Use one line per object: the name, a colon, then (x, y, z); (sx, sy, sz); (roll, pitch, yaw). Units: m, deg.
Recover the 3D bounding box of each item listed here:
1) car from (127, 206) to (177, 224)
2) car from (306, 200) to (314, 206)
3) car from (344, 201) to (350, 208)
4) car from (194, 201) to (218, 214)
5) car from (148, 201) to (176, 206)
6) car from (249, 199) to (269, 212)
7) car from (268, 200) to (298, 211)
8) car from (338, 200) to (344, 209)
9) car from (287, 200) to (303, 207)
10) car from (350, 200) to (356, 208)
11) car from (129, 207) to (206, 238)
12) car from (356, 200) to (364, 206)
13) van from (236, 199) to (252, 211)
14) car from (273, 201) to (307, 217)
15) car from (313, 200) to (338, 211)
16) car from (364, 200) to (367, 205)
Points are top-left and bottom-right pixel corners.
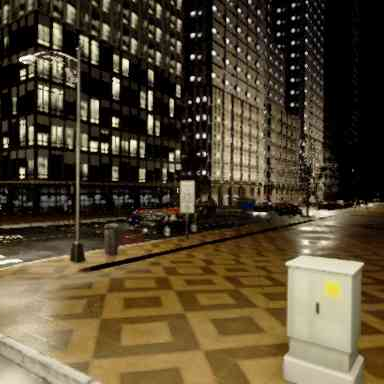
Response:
car: (-2.279, 1.917, 23.606); (1.895, 1.301, 4.718); (1, 0, 36)
car: (27.103, 2.404, 75.894); (1.947, 1.339, 4.313); (0, 0, 35)
car: (27.547, 2.271, 61.846); (1.967, 1.590, 4.097); (0, 0, 35)
car: (1.353, 1.833, 38.835); (1.967, 1.590, 4.097); (0, 0, 35)
car: (-2.901, 1.664, 28.150); (2.097, 1.767, 4.553); (1, 0, 35)
car: (10.228, 2.107, 46.930); (1.994, 1.385, 4.181); (1, 0, 35)
car: (12.645, 2.126, 45.039); (2.033, 1.411, 5.357); (1, 0, 36)
car: (24.326, 2.358, 57.212); (1.802, 1.307, 4.206); (0, 0, 35)
car: (20.666, 2.309, 66.629); (1.802, 1.307, 4.206); (0, 0, 35)
car: (30.766, 2.452, 66.479); (1.947, 1.339, 4.313); (0, 0, 35)
car: (-1.324, 1.878, 20.071); (2.008, 1.369, 4.403); (0, 0, 35)
car: (37.206, 2.563, 75.747); (1.947, 1.339, 4.313); (0, 0, 35)
van: (7.791, 1.846, 48.101); (1.690, 1.788, 3.998); (0, 0, 35)
car: (11.448, 2.119, 38.677); (1.947, 1.339, 4.313); (0, 0, 35)
car: (21.107, 2.286, 52.578); (1.947, 1.339, 4.313); (0, 0, 35)
car: (43.645, 2.651, 85.014); (1.887, 1.381, 4.507); (0, 0, 35)
